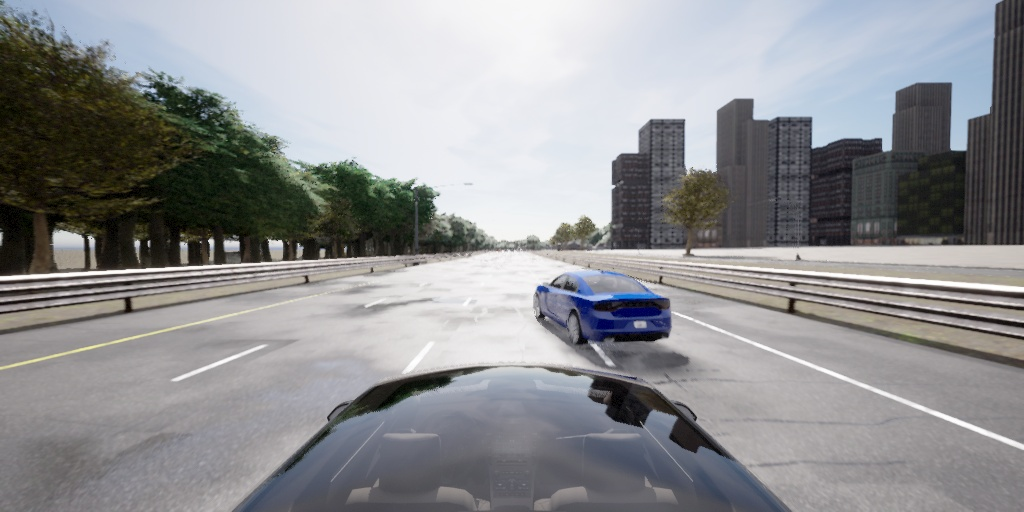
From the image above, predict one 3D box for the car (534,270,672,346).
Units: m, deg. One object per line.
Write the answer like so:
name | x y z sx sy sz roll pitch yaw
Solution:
car | 1.958 1.094 9.199 1.882 1.535 5.008 0 1 -11
